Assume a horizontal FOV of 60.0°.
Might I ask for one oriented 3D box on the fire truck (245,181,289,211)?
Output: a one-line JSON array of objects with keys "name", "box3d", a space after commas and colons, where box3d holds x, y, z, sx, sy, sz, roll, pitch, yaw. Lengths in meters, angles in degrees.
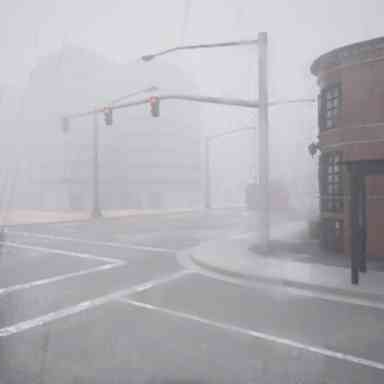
[{"name": "fire truck", "box3d": [10.392, 0.529, 45.272, 2.891, 3.827, 8.468, -1, 0, 35]}]
